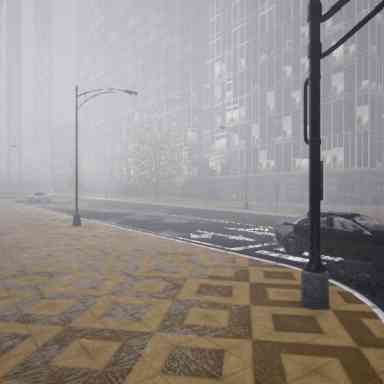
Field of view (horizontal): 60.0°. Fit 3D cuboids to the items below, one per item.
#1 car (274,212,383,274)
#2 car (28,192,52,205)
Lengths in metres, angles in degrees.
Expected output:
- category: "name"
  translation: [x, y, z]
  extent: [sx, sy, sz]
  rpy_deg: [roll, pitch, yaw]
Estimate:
- category: "car"
  translation: [4.900, 1.411, 10.444]
  extent: [2.128, 1.511, 4.902]
  rpy_deg: [0, 1, -38]
- category: "car"
  translation: [-18.703, 0.718, 40.631]
  extent: [1.812, 1.442, 4.674]
  rpy_deg: [0, 1, -38]
